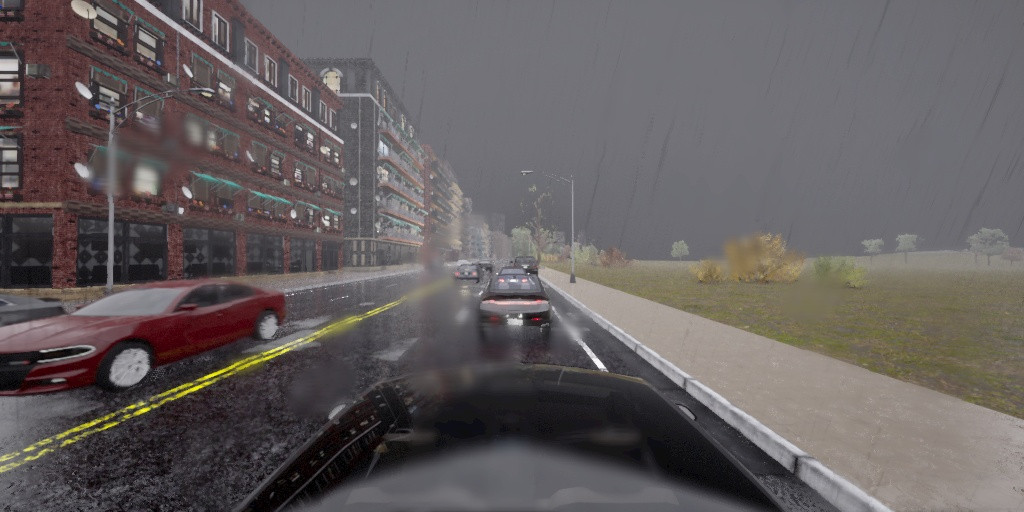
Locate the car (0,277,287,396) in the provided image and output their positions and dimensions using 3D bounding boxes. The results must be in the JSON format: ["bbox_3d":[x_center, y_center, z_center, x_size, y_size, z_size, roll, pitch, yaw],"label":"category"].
[{"bbox_3d":[-6.612,1.228,6.958,1.882,1.535,5.008,0,0,0],"label":"car"}]

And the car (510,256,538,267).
[{"bbox_3d":[1.052,0.979,30.902,2.150,2.045,5.566,0,0,0],"label":"car"}]

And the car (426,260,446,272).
[{"bbox_3d":[-9.983,1.258,47.427,1.837,1.490,4.892,0,0,0],"label":"car"}]

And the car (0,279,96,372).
[{"bbox_3d":[-9.859,1.242,5.137,2.128,1.511,4.902,0,0,0],"label":"car"}]

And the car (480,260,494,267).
[{"bbox_3d":[-3.273,1.231,43.914,1.882,1.535,5.008,0,0,0],"label":"car"}]

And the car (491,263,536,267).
[{"bbox_3d":[0.049,1.300,20.689,2.033,1.411,5.357,0,0,0],"label":"car"}]

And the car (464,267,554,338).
[{"bbox_3d":[0.076,1.243,10.249,2.128,1.511,4.902,0,0,0],"label":"car"}]

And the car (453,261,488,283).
[{"bbox_3d":[-3.232,1.301,27.727,2.033,1.411,5.357,0,0,0],"label":"car"}]
